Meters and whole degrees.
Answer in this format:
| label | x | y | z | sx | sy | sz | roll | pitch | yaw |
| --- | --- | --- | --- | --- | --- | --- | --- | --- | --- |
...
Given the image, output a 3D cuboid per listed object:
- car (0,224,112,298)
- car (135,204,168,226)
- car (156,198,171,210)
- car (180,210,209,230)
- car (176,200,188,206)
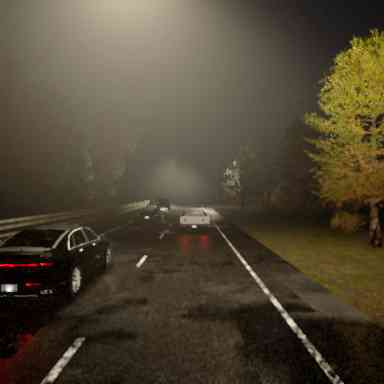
| label | x | y | z | sx | sy | sz | roll | pitch | yaw |
| --- | --- | --- | --- | --- | --- | --- | --- | --- | --- |
| car | -3.488 | 1.609 | 8.808 | 1.837 | 1.490 | 4.892 | 0 | 0 | 0 |
| car | -3.313 | 1.890 | 26.517 | 1.994 | 1.385 | 4.181 | 0 | -1 | 0 |
| car | -4.668 | 1.916 | 54.479 | 2.150 | 2.045 | 5.566 | 0 | -1 | -4 |
| car | 0.167 | 1.884 | 23.139 | 1.895 | 1.301 | 4.718 | 0 | -1 | 0 |
| car | -2.779 | 2.694 | 82.176 | 1.994 | 1.385 | 4.181 | 0 | -1 | 1 |
